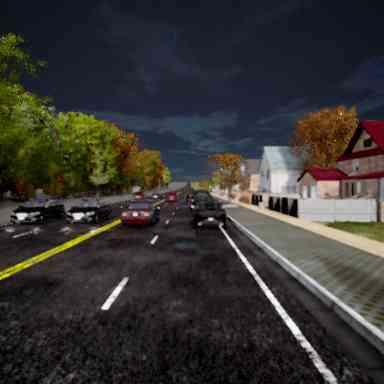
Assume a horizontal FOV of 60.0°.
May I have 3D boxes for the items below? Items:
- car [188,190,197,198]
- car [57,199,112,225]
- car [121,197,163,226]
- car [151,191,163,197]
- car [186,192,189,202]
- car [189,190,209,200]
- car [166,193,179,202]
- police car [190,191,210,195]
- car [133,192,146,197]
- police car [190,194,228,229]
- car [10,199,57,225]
[{"bbox_3d":[0.011,0.435,72.458,1.882,1.535,5.008,0,1,0],"label":"car"},{"bbox_3d":[-6.592,1.212,21.649,2.128,1.511,4.902,0,1,0],"label":"car"},{"bbox_3d":[-3.149,1.277,20.957,2.033,1.411,5.357,0,1,0],"label":"car"},{"bbox_3d":[-6.512,0.656,62.082,2.128,1.511,4.902,0,1,1],"label":"car"},{"bbox_3d":[0.014,0.786,54.087,1.837,1.490,4.892,0,1,0],"label":"car"},{"bbox_3d":[0.981,0.757,35.738,2.150,2.045,5.566,0,1,0],"label":"car"},{"bbox_3d":[-3.143,0.812,53.650,1.812,1.442,4.674,0,1,0],"label":"car"},{"bbox_3d":[0.980,1.038,29.822,1.930,1.638,5.238,0,1,0],"label":"police car"},{"bbox_3d":[-9.757,0.689,61.970,1.812,1.442,4.674,0,1,1],"label":"car"},{"bbox_3d":[0.978,1.169,19.822,1.930,1.638,5.238,0,1,0],"label":"police car"},{"bbox_3d":[-9.842,1.213,21.630,2.128,1.511,4.902,0,1,0],"label":"car"}]
